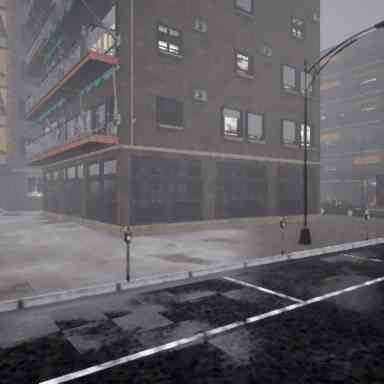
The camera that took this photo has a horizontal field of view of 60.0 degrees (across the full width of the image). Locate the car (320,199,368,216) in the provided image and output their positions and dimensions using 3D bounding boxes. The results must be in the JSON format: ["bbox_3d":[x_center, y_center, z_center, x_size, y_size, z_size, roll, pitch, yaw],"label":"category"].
[{"bbox_3d":[12.917,1.344,28.959,2.008,1.369,4.403,1,0,-36],"label":"car"}]
